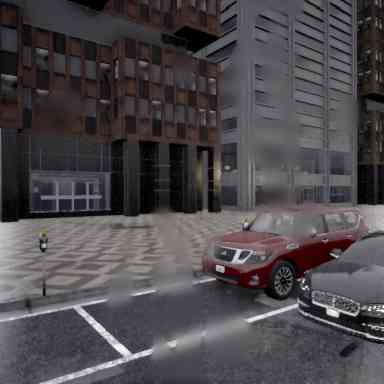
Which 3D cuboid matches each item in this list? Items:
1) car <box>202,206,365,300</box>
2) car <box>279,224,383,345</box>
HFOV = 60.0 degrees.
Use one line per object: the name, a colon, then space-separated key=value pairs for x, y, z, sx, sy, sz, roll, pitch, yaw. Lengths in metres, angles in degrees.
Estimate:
car: x=2.646 y=1.316 z=8.539 sx=5.009 sy=1.841 sz=2.192 roll=0 pitch=0 yaw=-35
car: x=4.018 y=1.506 z=6.242 sx=4.892 sy=1.490 sz=1.837 roll=0 pitch=0 yaw=-36
